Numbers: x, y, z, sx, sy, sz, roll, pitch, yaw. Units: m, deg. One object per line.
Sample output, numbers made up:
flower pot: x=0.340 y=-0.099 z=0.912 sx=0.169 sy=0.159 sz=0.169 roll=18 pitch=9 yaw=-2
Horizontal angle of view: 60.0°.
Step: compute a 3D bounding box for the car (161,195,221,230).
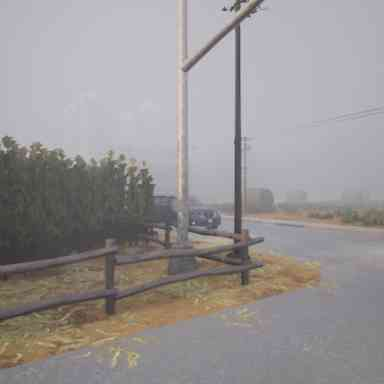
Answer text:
car: x=-0.619 y=1.215 z=20.355 sx=2.150 sy=2.045 sz=5.566 roll=0 pitch=0 yaw=-36
